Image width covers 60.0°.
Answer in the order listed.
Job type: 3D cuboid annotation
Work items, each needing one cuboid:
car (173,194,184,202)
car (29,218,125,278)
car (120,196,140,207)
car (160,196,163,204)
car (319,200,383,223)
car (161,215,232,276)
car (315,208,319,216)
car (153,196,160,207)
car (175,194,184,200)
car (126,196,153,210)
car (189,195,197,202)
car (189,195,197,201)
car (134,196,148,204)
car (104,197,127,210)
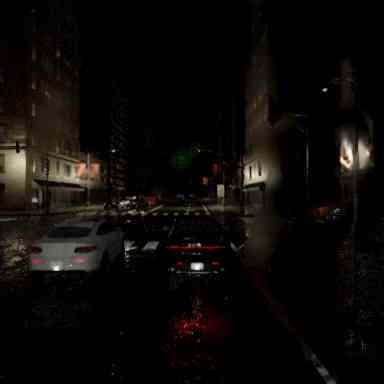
[{"bbox_3d":[-3.018,1.394,71.259,2.128,1.511,4.902,0,0,0],"label":"car"},{"bbox_3d":[-3.219,1.511,10.012,1.812,1.442,4.674,0,0,-2],"label":"car"},{"bbox_3d":[-9.630,1.407,51.990,2.128,1.511,4.902,0,0,1],"label":"car"},{"bbox_3d":[-6.302,1.447,60.885,2.033,1.411,5.357,0,0,0],"label":"car"},{"bbox_3d":[12.540,1.387,25.328,4.553,1.767,2.097,0,-1,0],"label":"car"},{"bbox_3d":[0.129,1.489,10.293,1.837,1.490,4.892,0,0,0],"label":"car"},{"bbox_3d":[13.187,1.552,28.578,5.008,1.535,1.882,0,-1,1],"label":"car"},{"bbox_3d":[-6.399,1.445,50.421,1.812,1.442,4.674,0,0,1],"label":"car"},{"bbox_3d":[-2.984,1.159,81.678,1.882,1.535,5.008,0,0,0],"label":"car"},{"bbox_3d":[-6.456,1.441,41.397,1.837,1.490,4.892,0,0,0],"label":"car"},{"bbox_3d":[0.234,1.401,72.039,2.128,1.511,4.902,0,0,0],"label":"car"},{"bbox_3d":[0.268,1.443,82.113,1.895,1.301,4.718,0,0,0],"label":"car"},{"bbox_3d":[-9.549,1.422,62.204,1.812,1.442,4.674,0,0,0],"label":"car"},{"bbox_3d":[-9.700,1.439,41.862,1.837,1.490,4.892,0,0,0],"label":"car"}]
